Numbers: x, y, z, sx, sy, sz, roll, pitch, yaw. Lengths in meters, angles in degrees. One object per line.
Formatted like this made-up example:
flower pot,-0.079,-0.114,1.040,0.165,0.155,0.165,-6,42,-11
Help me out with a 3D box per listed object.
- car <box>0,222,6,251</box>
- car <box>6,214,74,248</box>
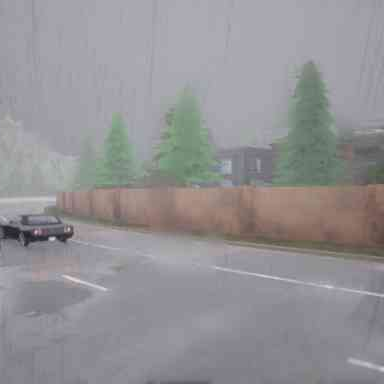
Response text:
car,-8.217,1.646,11.313,4.718,1.301,1.895,0,0,44
car,-7.349,1.664,15.393,1.895,1.301,4.718,0,0,-44
